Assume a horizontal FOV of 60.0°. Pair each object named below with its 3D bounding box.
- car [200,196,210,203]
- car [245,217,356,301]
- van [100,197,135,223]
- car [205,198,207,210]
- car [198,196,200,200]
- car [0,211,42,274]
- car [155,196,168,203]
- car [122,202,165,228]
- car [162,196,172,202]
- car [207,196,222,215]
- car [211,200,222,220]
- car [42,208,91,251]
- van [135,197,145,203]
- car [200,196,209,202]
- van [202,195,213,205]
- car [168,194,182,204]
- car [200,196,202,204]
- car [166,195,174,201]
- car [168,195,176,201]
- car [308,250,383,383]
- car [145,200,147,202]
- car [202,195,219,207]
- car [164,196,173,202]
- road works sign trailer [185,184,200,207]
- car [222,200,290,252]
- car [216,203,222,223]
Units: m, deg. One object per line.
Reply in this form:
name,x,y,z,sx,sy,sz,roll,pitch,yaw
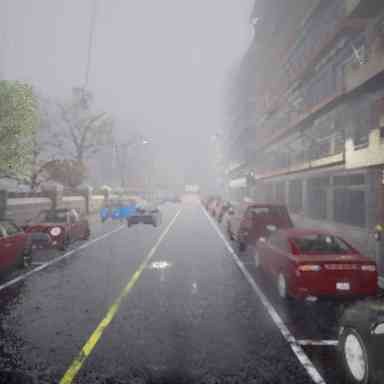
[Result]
car,2.717,1.603,70.101,2.008,1.369,4.403,0,0,0
car,2.695,1.543,8.168,1.887,1.381,4.507,0,0,0
van,-5.680,1.343,25.062,1.690,1.788,3.998,0,0,0
car,2.705,1.591,36.320,1.802,1.307,4.206,0,0,0
car,2.715,1.610,64.471,1.947,1.339,4.313,0,0,0
car,-5.686,1.440,8.173,1.967,1.590,4.097,0,0,0
car,-5.667,1.563,58.674,1.752,1.417,4.829,0,0,0
car,-3.093,1.602,22.298,1.895,1.301,4.718,0,0,0
car,-5.661,1.626,75.736,1.947,1.339,4.313,0,0,0
car,2.703,1.445,30.688,1.967,1.590,4.097,0,0,0
car,2.700,1.546,25.059,1.887,1.381,4.507,0,0,0
car,-5.683,1.440,13.802,1.967,1.590,4.097,0,0,0
van,-5.677,1.347,30.692,1.690,1.788,3.998,0,0,0
car,2.719,1.604,75.732,1.887,1.381,4.507,0,0,0
van,2.713,1.378,58.840,1.690,1.788,3.998,0,0,0
car,-2.995,1.396,63.778,2.097,1.767,4.553,0,0,0
car,2.711,1.470,53.209,1.967,1.590,4.097,0,0,0
car,-5.658,1.622,86.994,1.887,1.381,4.507,0,0,0
car,-5.655,1.532,92.623,1.967,1.590,4.097,0,0,0
car,2.692,1.550,2.539,2.008,1.369,4.403,0,0,0
car,-5.676,1.561,36.322,2.008,1.369,4.403,0,0,0
car,2.707,1.330,41.949,2.192,1.841,5.009,0,0,0
car,-5.660,1.650,81.366,1.802,1.307,4.206,0,0,0
road works sign trailer,0.019,0.493,52.662,2.380,3.560,2.880,0,0,0
car,2.698,1.314,13.799,2.192,1.841,5.009,0,0,0
car,2.698,1.550,19.429,2.008,1.369,4.403,0,0,0
